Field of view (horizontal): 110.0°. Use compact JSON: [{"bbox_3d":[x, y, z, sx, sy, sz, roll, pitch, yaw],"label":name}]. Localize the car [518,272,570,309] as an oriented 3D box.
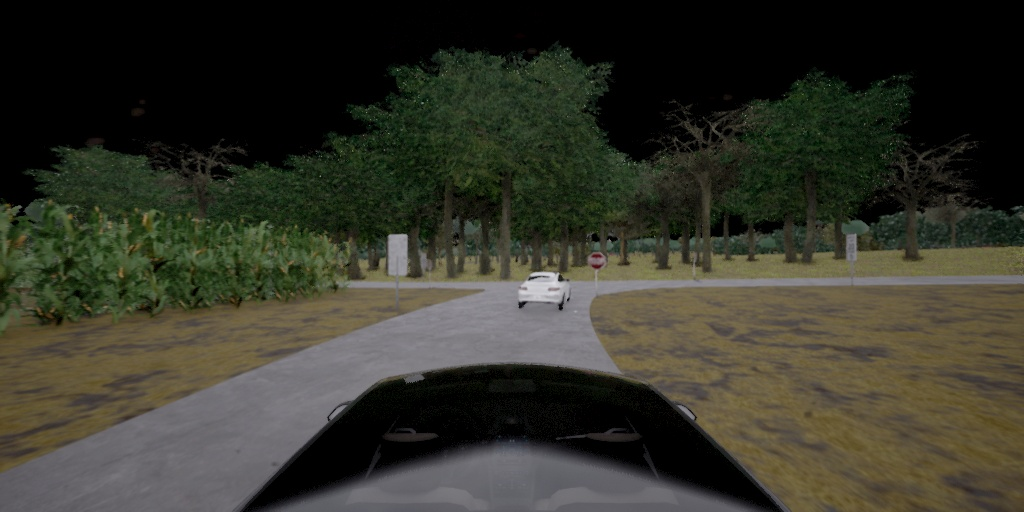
[{"bbox_3d":[1.491,1.410,15.717,1.812,1.442,4.674,0,0,14],"label":"car"}]
